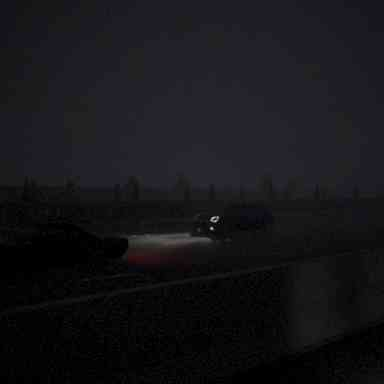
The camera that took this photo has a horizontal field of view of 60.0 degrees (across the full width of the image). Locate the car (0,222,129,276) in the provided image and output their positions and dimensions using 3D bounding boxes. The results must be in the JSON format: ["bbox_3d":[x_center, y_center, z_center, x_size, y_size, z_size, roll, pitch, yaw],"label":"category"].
[{"bbox_3d":[-4.312,1.569,9.403,4.718,1.301,1.895,0,0,-34],"label":"car"}]

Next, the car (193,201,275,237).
[{"bbox_3d":[2.262,1.324,17.899,4.553,1.767,2.097,0,0,-33],"label":"car"}]
